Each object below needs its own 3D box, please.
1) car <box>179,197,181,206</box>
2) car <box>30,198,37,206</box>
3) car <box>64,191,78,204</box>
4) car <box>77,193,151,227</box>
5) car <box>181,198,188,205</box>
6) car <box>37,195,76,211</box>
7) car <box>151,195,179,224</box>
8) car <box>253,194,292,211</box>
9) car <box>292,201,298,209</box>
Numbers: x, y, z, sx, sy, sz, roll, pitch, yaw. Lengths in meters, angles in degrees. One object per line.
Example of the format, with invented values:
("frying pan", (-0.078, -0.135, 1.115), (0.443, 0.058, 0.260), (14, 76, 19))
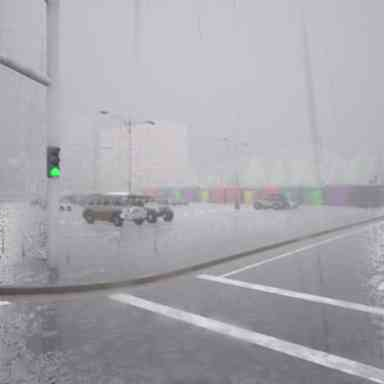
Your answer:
("car", (-4.381, 1.185, 49.949), (4.605, 1.855, 1.932), (0, 0, 39))
("car", (-23.047, 1.436, 50.842), (3.806, 1.475, 1.970), (0, 0, 39))
("car", (-19.553, 1.195, 55.191), (4.605, 1.855, 1.932), (0, 0, 39))
("car", (-5.083, 1.168, 21.453), (4.605, 1.855, 1.932), (0, 0, 39))
("car", (-2.497, 1.396, 52.149), (3.905, 1.438, 1.784), (0, 0, 39))
("car", (-15.012, 1.424, 36.814), (3.806, 1.475, 1.970), (0, 0, 39))
("car", (-3.208, 1.172, 23.659), (3.866, 1.878, 1.905), (0, 0, 39))
("car", (9.191, 1.175, 38.869), (3.866, 1.878, 1.905), (0, 0, 39))
("car", (11.033, 1.414, 41.103), (3.806, 1.475, 1.970), (0, 0, 39))
